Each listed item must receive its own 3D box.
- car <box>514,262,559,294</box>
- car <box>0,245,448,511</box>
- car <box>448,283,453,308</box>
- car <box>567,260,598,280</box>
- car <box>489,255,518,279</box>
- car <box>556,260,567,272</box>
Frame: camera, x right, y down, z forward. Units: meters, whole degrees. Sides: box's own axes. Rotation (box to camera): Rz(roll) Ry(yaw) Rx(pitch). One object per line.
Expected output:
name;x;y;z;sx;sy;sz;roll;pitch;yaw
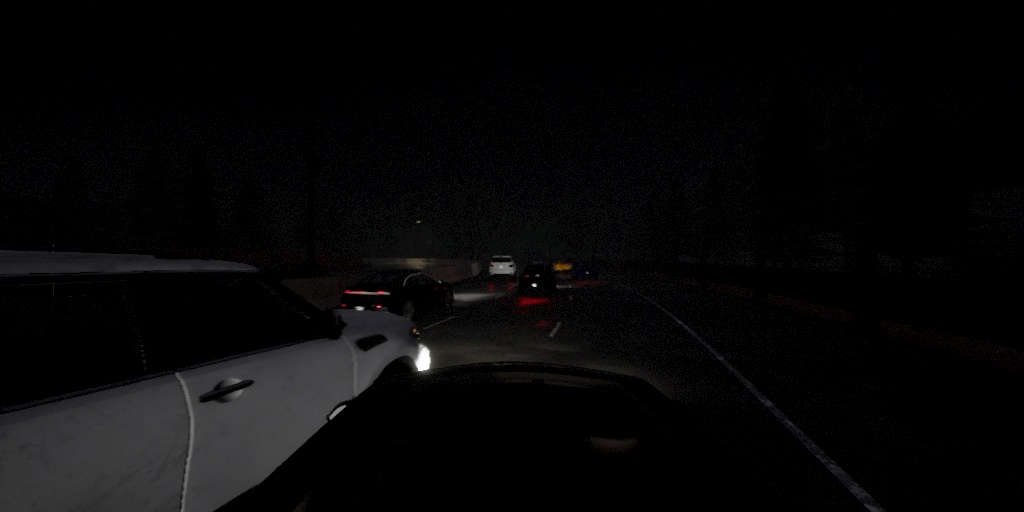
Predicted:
car;1.515;1.247;20.206;1.837;1.490;4.892;0;-1;9
car;-2.658;0.970;2.238;2.150;2.045;5.566;0;0;16
car;-3.614;1.238;12.212;2.128;1.511;4.902;0;0;14
car;6.135;1.222;30.958;1.882;1.535;5.008;0;-1;3
car;-0.742;0.964;31.994;2.150;2.045;5.566;0;0;3
car;6.112;1.218;43.399;1.882;1.535;5.008;0;0;-3
